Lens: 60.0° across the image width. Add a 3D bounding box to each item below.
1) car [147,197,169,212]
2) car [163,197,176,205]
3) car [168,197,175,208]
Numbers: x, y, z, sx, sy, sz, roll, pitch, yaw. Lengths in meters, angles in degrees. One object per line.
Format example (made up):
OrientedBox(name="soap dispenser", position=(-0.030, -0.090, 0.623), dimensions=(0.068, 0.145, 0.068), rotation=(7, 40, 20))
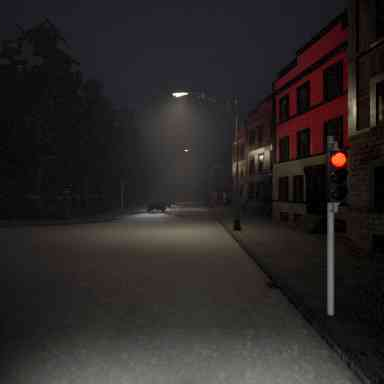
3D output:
OrientedBox(name="car", position=(-4.056, 1.601, 38.731), dimensions=(1.895, 1.301, 4.718), rotation=(0, 0, 0))
OrientedBox(name="car", position=(-4.000, 1.601, 59.240), dimensions=(1.895, 1.301, 4.718), rotation=(0, 0, 0))
OrientedBox(name="car", position=(-4.039, 1.492, 49.052), dimensions=(2.128, 1.511, 4.902), rotation=(0, 0, 0))
